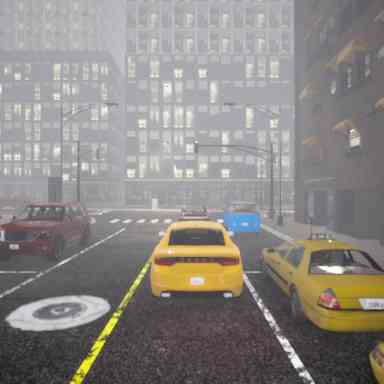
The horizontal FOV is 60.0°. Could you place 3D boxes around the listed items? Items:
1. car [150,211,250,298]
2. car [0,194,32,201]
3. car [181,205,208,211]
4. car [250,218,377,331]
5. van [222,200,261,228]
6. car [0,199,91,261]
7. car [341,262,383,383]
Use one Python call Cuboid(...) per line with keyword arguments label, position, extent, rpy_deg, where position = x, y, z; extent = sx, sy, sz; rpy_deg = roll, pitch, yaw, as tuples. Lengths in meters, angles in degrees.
Cuboid(label="car", position=(0.110, 1.476, 8.555), extent=(1.882, 1.535, 5.008), rpy_deg=(0, 0, 0))
Cuboid(label="car", position=(-20.823, 1.098, 38.063), extent=(5.009, 1.841, 2.192), rpy_deg=(1, -1, 0))
Cuboid(label="car", position=(0.129, 1.490, 19.027), extent=(2.128, 1.511, 4.902), rpy_deg=(0, 0, 0))
Cuboid(label="car", position=(2.577, 1.524, 6.944), extent=(1.752, 1.417, 4.829), rpy_deg=(0, 0, 0))
Cuboid(label="van", position=(2.593, 1.339, 18.055), extent=(1.690, 1.788, 3.998), rpy_deg=(0, 0, 0))
Cuboid(label="car", position=(-5.295, 1.313, 12.426), extent=(2.192, 1.841, 5.009), rpy_deg=(0, 0, 0))
Cuboid(label="car", position=(2.570, 1.525, 1.304), extent=(1.752, 1.417, 4.829), rpy_deg=(0, 0, 0))
